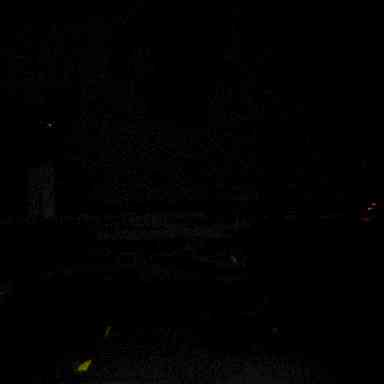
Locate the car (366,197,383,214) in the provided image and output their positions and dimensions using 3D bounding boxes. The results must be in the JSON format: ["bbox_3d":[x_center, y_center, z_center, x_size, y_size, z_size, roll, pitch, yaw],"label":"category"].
[{"bbox_3d":[17.368,1.164,28.100,4.892,1.490,1.837,0,1,0],"label":"car"}]
